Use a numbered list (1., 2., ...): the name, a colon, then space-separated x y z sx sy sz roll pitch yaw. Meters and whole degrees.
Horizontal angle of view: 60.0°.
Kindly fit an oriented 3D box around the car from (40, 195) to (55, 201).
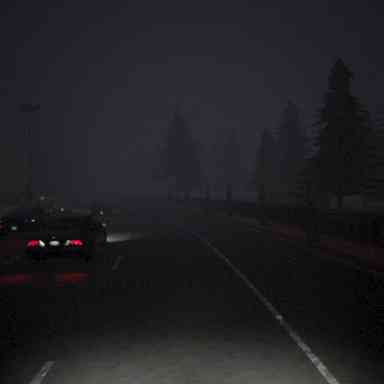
1. car: -33.856 1.388 79.661 5.366 1.575 1.801 0 0 43

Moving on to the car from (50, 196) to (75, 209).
1. car: -13.533 1.493 34.802 1.812 1.442 4.674 0 0 -20

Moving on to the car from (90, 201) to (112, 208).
1. car: -8.813 1.561 31.982 1.895 1.301 4.718 0 0 -18

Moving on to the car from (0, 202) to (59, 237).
1. car: -8.849 1.513 18.058 1.812 1.442 4.674 0 0 -10

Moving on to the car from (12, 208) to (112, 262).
1. car: -4.322 1.535 12.168 2.033 1.411 5.357 0 0 -7

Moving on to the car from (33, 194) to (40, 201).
1. car: -38.779 1.392 84.027 5.366 1.575 1.801 0 0 40

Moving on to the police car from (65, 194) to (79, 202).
1. police car: -26.199 1.353 71.702 1.930 1.638 5.238 0 0 -41
